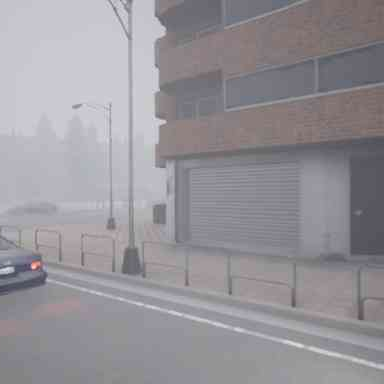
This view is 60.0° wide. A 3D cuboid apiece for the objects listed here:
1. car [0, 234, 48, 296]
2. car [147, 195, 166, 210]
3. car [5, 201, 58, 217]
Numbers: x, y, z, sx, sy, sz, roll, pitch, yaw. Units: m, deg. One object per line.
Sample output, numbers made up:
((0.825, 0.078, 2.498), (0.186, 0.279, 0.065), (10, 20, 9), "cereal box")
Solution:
((-5.671, 1.614, 8.008), (5.357, 1.411, 2.033), (-1, 0, 36), "car")
((-3.294, 1.373, 45.238), (5.566, 2.045, 2.150), (0, 0, -27), "car")
((-16.148, 1.672, 33.689), (2.128, 1.511, 4.902), (-1, 0, 39), "car")
